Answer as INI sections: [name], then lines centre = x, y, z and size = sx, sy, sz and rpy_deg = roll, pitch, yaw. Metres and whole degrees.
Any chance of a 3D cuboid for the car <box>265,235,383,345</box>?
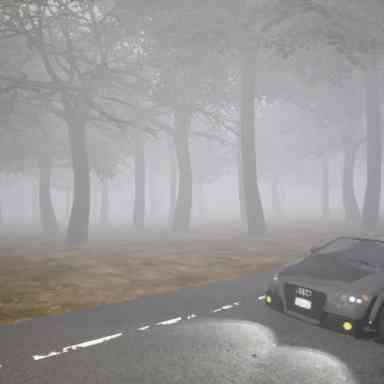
[car]
centre = 3.367, 1.562, 6.386
size = 4.181, 1.385, 1.994
rpy_deg = 0, 0, -35
